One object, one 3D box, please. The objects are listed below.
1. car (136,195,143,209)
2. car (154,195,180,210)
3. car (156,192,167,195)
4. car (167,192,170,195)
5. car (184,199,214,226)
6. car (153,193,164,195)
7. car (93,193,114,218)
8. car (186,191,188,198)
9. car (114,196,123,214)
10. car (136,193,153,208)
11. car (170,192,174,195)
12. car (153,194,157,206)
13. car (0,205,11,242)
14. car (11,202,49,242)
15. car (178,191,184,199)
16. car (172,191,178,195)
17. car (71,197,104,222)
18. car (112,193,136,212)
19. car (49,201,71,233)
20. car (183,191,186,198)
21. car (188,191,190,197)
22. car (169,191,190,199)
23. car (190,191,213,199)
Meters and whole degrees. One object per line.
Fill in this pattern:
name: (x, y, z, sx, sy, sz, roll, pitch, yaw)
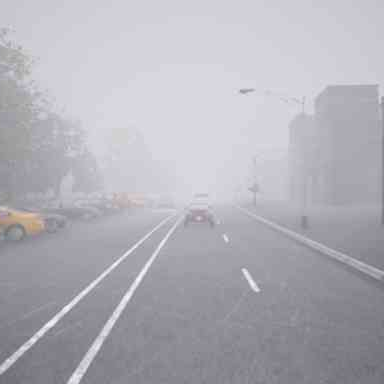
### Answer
car: (-8.417, 1.378, 38.591, 4.674, 1.452, 2.002, -1, 0, -17)
car: (-3.033, 1.407, 40.902, 1.994, 1.385, 4.181, 0, 0, 3)
car: (-7.434, 1.314, 56.286, 5.366, 1.575, 1.946, -1, 0, -16)
car: (-7.012, 1.307, 59.296, 5.008, 1.535, 2.097, -1, 0, -16)
car: (0.475, 1.417, 22.304, 1.812, 1.442, 4.674, 0, 0, 2)
car: (-7.469, 1.360, 53.373, 4.674, 1.452, 2.002, -1, 0, -16)
car: (-8.926, 1.241, 26.723, 4.553, 1.767, 2.185, -1, 0, -18)
car: (-4.121, 1.024, 88.833, 4.553, 1.767, 2.185, -1, 0, -14)
car: (-8.842, 1.398, 29.691, 4.674, 1.452, 2.002, -1, 0, -18)
car: (-8.073, 1.328, 41.611, 5.366, 1.575, 1.946, -1, 0, -17)
car: (-6.511, 1.329, 65.220, 4.674, 1.452, 2.002, -1, 0, -15)
car: (-7.883, 1.366, 47.485, 4.674, 1.452, 2.002, -1, 0, -16)
car: (-9.332, 1.297, 11.872, 4.553, 1.767, 2.185, -1, 1, -19)
car: (-9.299, 1.410, 14.837, 5.008, 1.535, 2.097, -1, 1, -19)
car: (-5.175, 1.227, 77.096, 5.366, 1.575, 1.946, -1, 0, -14)
car: (-5.927, 1.138, 71.141, 4.553, 1.767, 2.185, -1, 0, -15)
car: (-9.071, 1.378, 23.753, 4.892, 1.521, 2.231, -1, 0, -18)
car: (-8.741, 1.100, 32.643, 5.566, 2.045, 2.435, -1, 0, -18)
car: (-9.206, 1.427, 17.820, 4.792, 1.488, 2.163, -1, 0, -19)
car: (-4.750, 1.224, 82.940, 4.792, 1.488, 2.163, -1, 1, -14)
car: (-3.781, 1.124, 91.789, 5.008, 1.535, 2.097, -1, 0, -14)
car: (-3.490, 0.846, 94.717, 5.566, 2.045, 2.435, -1, 1, -14)
car: (1.243, 1.065, 39.665, 2.150, 2.045, 5.566, 0, 0, 3)
